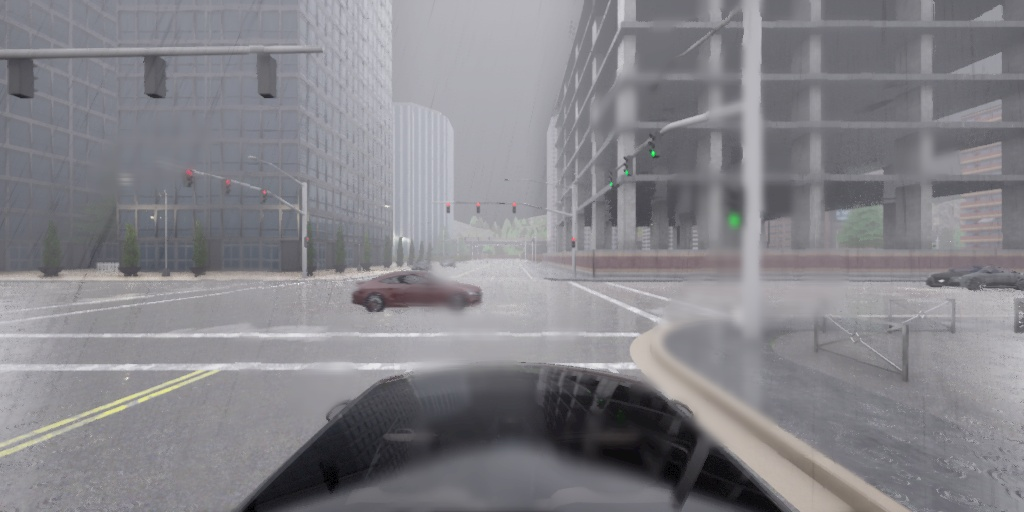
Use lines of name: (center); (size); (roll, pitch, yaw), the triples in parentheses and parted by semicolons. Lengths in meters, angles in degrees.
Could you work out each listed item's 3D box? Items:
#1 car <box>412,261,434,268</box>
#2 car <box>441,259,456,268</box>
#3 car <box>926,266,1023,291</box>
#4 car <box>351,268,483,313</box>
car: (-10.588, 1.288, 42.748); (1.994, 1.385, 4.181); (0, 0, 0)
car: (-10.567, 1.207, 59.518); (2.128, 1.511, 4.902); (0, 0, 0)
car: (26.543, 1.246, 20.503); (4.181, 1.385, 1.994); (0, 0, 0)
car: (-3.422, 1.279, 13.177); (4.674, 1.442, 1.812); (0, 0, -1)
